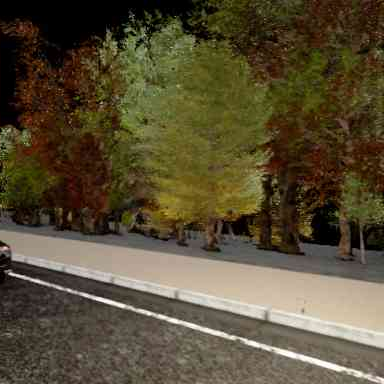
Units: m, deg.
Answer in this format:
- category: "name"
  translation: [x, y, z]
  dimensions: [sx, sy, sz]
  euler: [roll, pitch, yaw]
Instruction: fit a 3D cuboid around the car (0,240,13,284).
- category: "car"
  translation: [-6.320, 1.470, 8.186]
  dimensions: [4.902, 1.511, 2.128]
  euler: [0, 0, 35]
